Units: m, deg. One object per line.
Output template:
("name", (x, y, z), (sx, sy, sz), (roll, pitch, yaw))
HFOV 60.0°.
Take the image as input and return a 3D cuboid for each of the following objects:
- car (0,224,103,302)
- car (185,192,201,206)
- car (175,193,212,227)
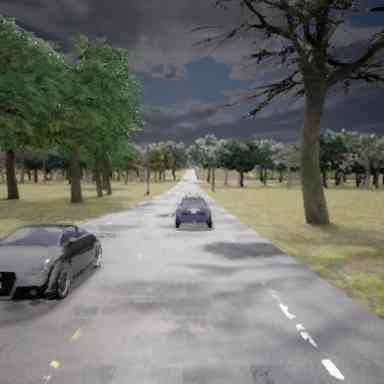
("car", (-3.586, 1.487, 8.008), (1.994, 1.385, 4.181), (0, 1, 0))
("car", (0.100, 0.817, 39.796), (1.812, 1.442, 4.674), (0, 2, 0))
("car", (0.097, 1.087, 20.660), (2.097, 1.767, 4.553), (0, 1, 0))
